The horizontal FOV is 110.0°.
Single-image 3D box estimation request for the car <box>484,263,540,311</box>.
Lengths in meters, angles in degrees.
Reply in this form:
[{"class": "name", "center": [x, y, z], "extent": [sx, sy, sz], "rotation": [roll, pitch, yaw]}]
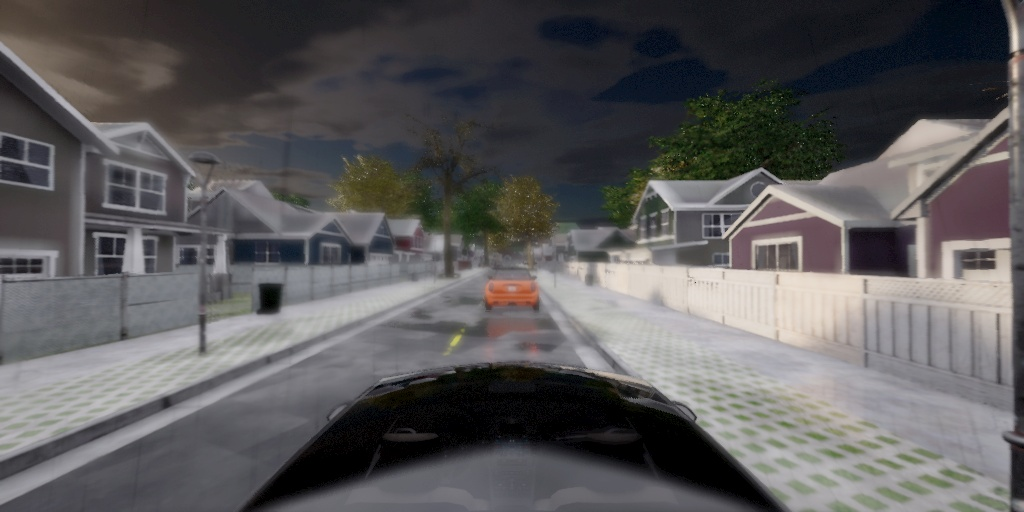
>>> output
[{"class": "car", "center": [0.027, 1.240, 15.295], "extent": [2.097, 1.767, 4.553], "rotation": [0, -1, 1]}]
